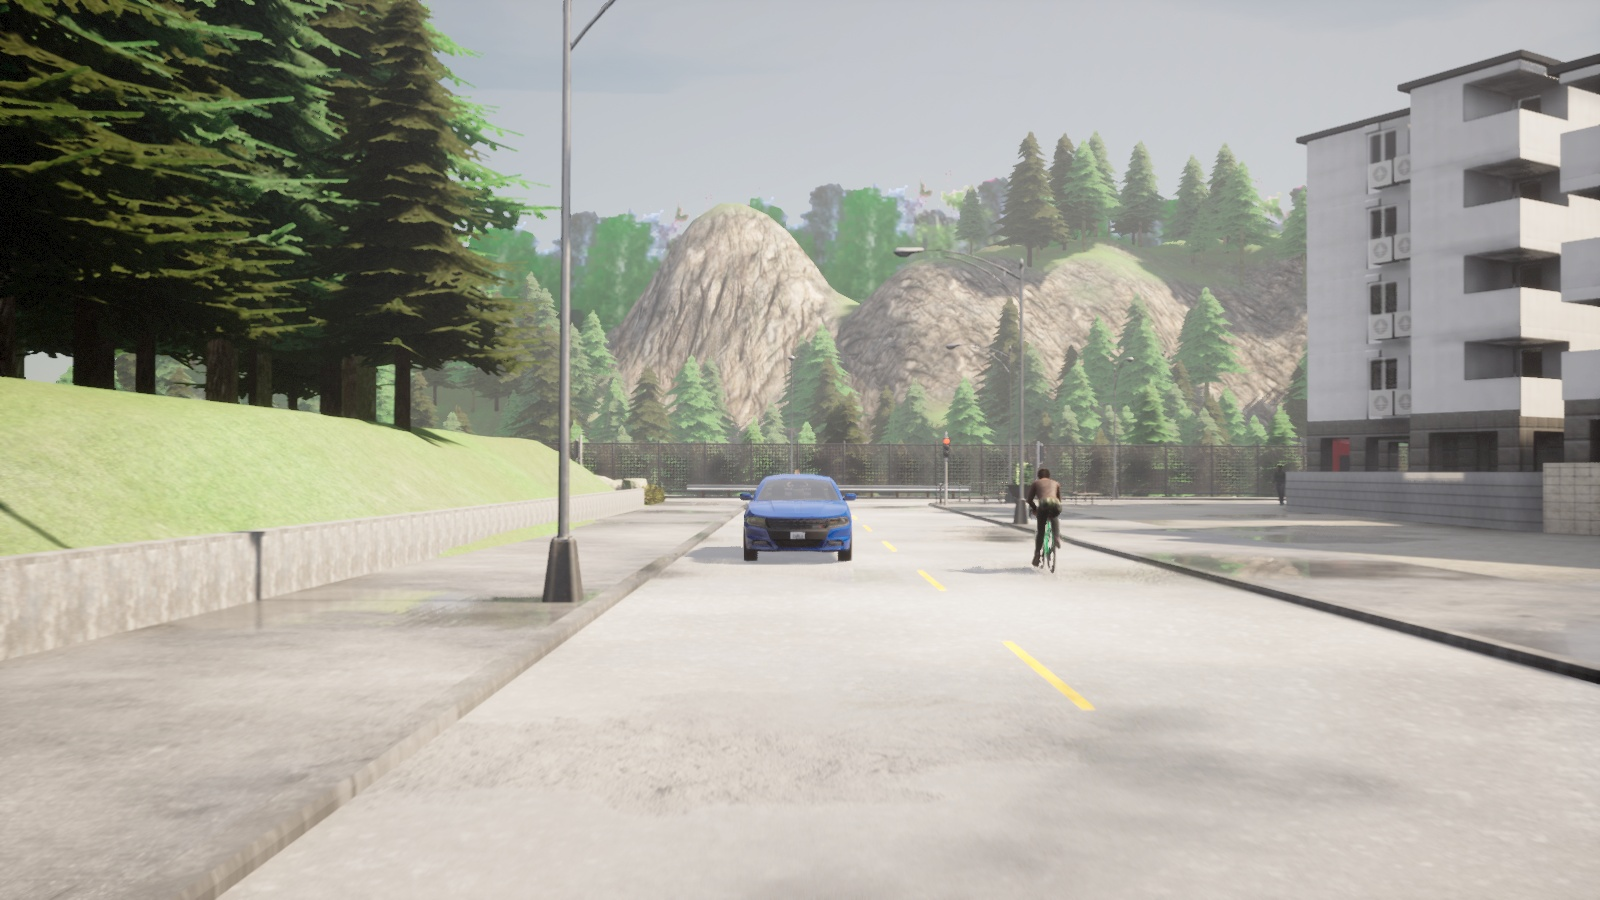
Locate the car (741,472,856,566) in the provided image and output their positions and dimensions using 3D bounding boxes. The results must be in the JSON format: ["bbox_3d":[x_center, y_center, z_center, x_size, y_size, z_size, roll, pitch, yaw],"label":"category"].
[{"bbox_3d":[-0.031,1.182,23.230,1.882,1.535,5.008,0,-1,0],"label":"car"}]

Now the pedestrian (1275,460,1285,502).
[{"bbox_3d":[21.312,1.372,55.734,0.353,1.847,0.614,-1,-1,27],"label":"pedestrian"}]

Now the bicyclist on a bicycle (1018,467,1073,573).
[{"bbox_3d":[3.904,1.088,20.048,0.582,1.620,1.656,0,-1,1],"label":"bicyclist on a bicycle"}]
